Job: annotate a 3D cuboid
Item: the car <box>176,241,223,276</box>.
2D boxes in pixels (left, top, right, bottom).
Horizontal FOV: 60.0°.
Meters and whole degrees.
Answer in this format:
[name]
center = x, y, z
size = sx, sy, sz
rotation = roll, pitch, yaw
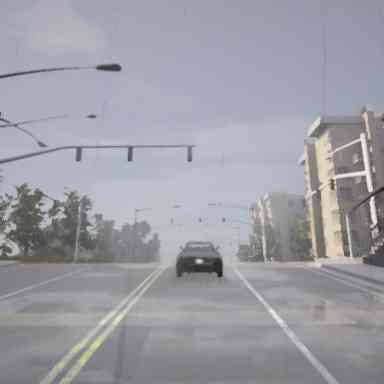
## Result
[car]
center = 0.347, 2.913, 15.075
size = 1.994, 1.385, 4.181
rotation = 0, -6, 2
